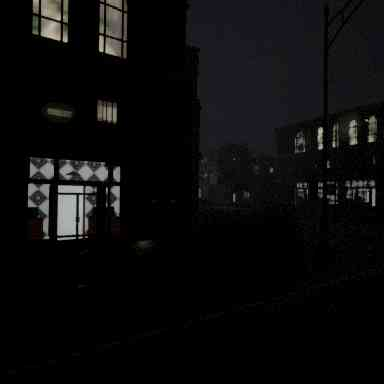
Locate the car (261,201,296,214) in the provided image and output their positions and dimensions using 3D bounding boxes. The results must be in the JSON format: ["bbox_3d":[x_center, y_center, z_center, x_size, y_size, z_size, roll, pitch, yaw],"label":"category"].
[{"bbox_3d":[9.442,1.622,36.635,2.008,1.369,4.403,1,-1,-27],"label":"car"}]

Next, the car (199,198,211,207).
[{"bbox_3d":[1.375,1.619,52.117,1.887,1.381,4.507,1,-1,-27],"label":"car"}]
